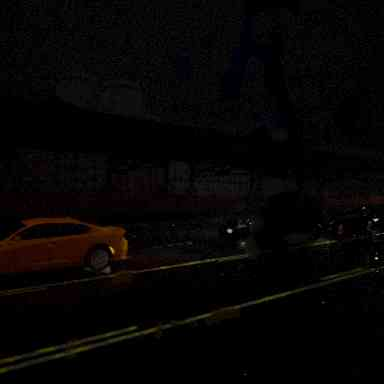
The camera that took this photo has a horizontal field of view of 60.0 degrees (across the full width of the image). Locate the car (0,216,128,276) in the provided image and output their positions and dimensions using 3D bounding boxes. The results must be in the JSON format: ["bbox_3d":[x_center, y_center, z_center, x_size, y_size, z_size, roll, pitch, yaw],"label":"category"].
[{"bbox_3d":[-4.328,1.483,9.433,5.008,1.535,1.882,0,0,-35],"label":"car"}]

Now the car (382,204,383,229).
[{"bbox_3d":[12.351,1.503,21.274,5.357,1.411,2.033,0,0,-35],"label":"car"}]

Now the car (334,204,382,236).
[{"bbox_3d":[8.136,1.487,18.269,4.892,1.490,1.837,0,0,-35],"label":"car"}]

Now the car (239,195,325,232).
[{"bbox_3d":[5.712,1.202,20.845,5.566,2.045,2.150,0,0,-35],"label":"car"}]

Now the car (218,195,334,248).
[{"bbox_3d":[3.788,1.222,15.169,5.566,2.045,2.150,0,0,-36],"label":"car"}]
